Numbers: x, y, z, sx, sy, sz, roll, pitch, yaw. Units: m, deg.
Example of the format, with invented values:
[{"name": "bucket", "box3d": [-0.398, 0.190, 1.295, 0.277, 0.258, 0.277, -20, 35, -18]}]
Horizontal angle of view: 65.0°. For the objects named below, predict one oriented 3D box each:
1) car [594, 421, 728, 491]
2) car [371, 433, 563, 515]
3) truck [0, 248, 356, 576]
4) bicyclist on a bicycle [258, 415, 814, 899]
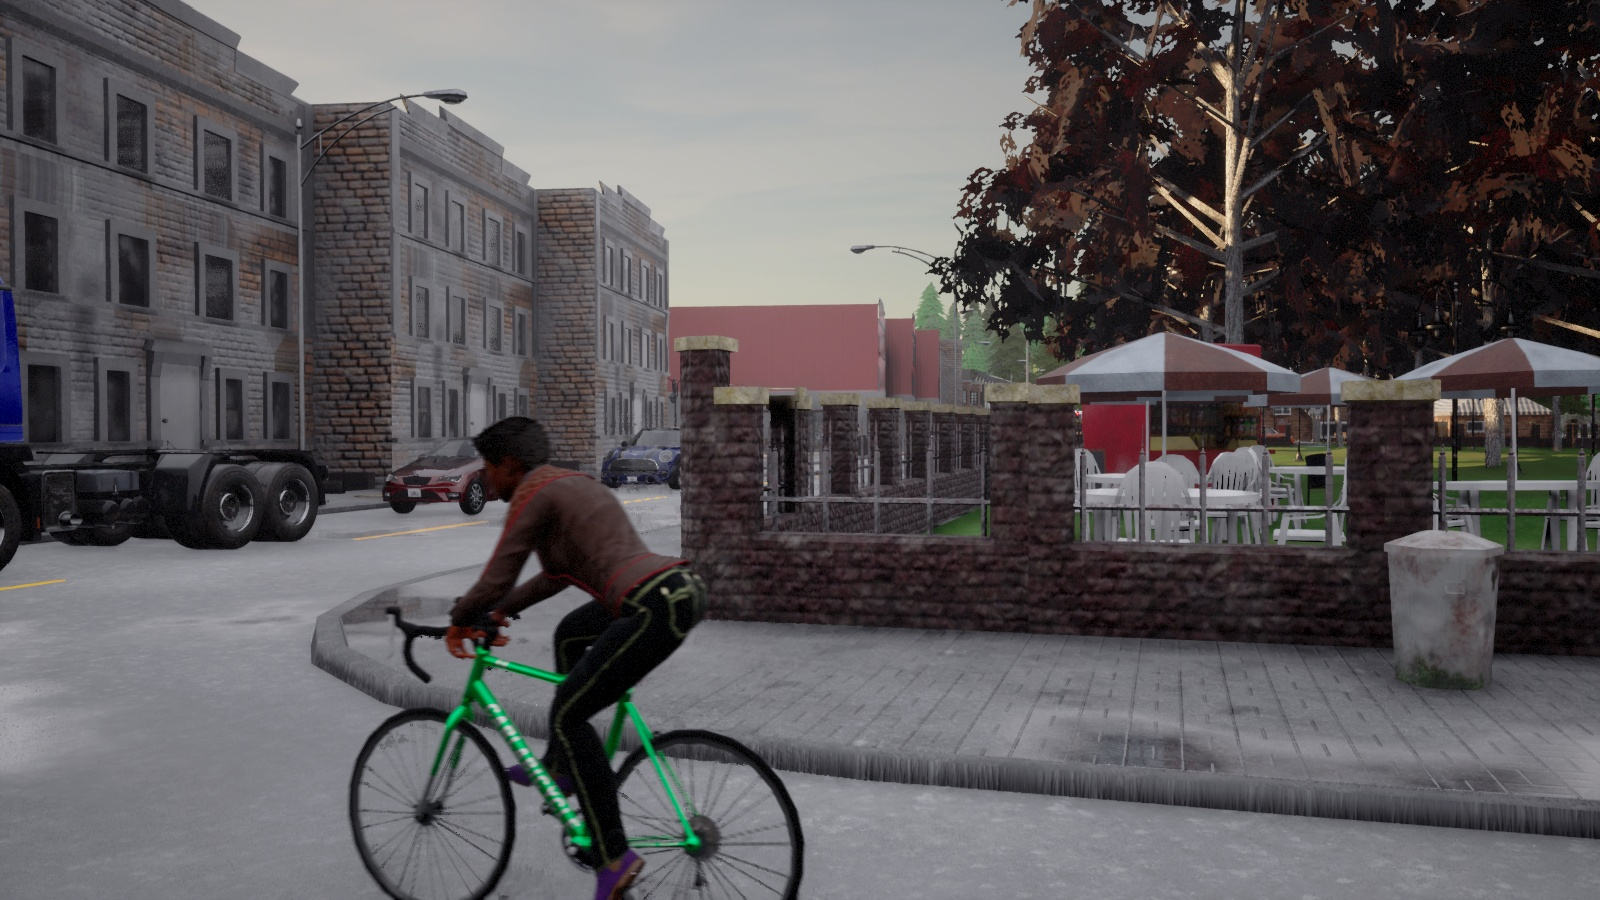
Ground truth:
[{"name": "car", "box3d": [-3.740, 0.115, 34.691, 2.097, 1.767, 4.553, 0, 1, 16]}, {"name": "car", "box3d": [-6.526, 0.413, 25.123, 1.816, 1.474, 4.193, 0, 1, 16]}, {"name": "truck", "box3d": [-9.261, -0.442, 15.699, 2.891, 3.462, 7.936, 0, 1, 16]}, {"name": "bicyclist on a bicycle", "box3d": [-0.835, 0.713, 3.952, 1.656, 1.620, 0.582, 0, 0, 20]}]
